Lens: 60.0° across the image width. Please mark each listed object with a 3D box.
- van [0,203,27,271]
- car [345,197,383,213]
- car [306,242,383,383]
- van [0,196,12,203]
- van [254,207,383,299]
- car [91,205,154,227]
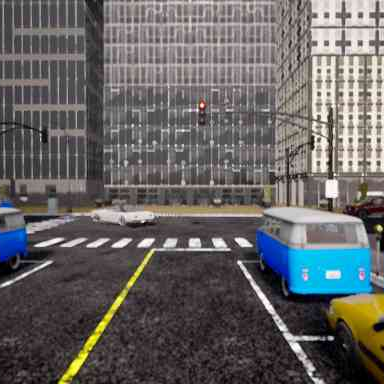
[{"bbox_3d":[-5.704,1.329,8.182,1.690,1.788,3.998,-1,0,0],"label":"van"},{"bbox_3d":[15.235,1.305,27.486,5.009,1.841,2.192,0,1,0],"label":"car"},{"bbox_3d":[2.680,1.521,2.722,1.752,1.417,4.829,-1,0,0],"label":"car"},{"bbox_3d":[-17.154,1.167,27.675,3.998,1.788,1.690,0,1,0],"label":"van"},{"bbox_3d":[2.677,1.329,8.154,1.690,1.788,3.998,-1,0,0],"label":"van"},{"bbox_3d":[-4.859,1.561,22.723,4.718,1.301,1.895,1,1,41],"label":"car"}]
